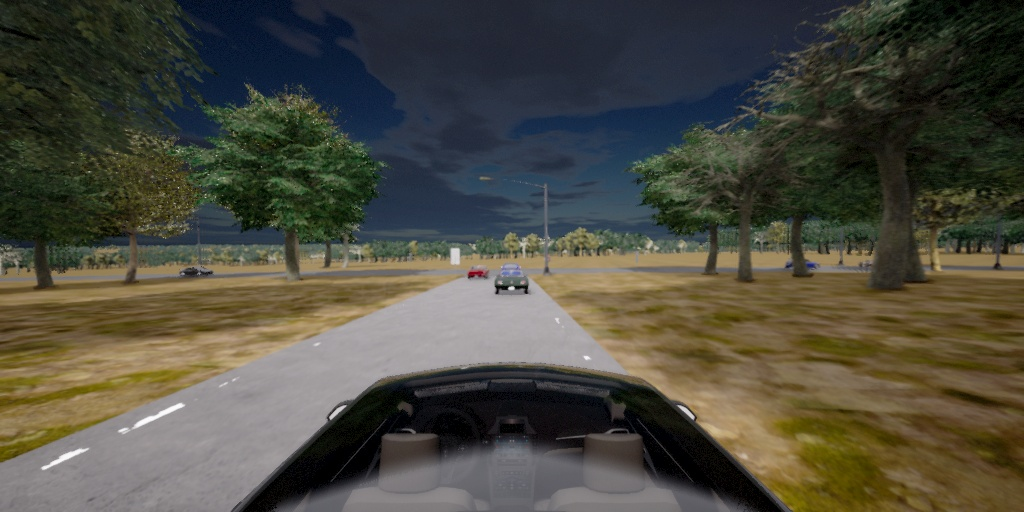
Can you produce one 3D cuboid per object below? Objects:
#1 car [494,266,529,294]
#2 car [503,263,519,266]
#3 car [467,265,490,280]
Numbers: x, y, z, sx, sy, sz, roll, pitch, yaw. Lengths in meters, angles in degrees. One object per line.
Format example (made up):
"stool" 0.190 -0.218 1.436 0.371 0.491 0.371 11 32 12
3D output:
"car" -0.016 1.442 21.055 1.895 1.301 4.718 0 0 0
"car" -0.101 1.413 34.663 1.882 1.535 5.008 0 -1 0
"car" -3.178 1.549 34.187 1.895 1.301 4.718 0 0 0
